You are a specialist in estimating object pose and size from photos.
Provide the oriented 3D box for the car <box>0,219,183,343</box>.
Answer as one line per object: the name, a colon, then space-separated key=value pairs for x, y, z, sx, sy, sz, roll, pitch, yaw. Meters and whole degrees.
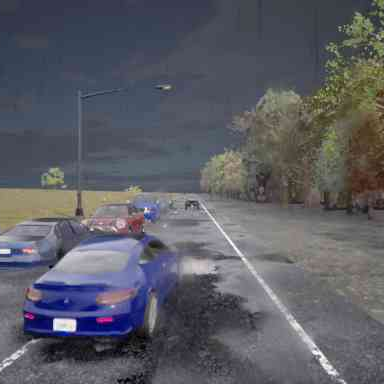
car: x=-1.345 y=1.526 z=6.545 sx=1.812 sy=1.442 sz=4.674 roll=0 pitch=0 yaw=7

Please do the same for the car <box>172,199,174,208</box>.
car: x=-3.630 y=1.347 z=45.250 sx=2.097 sy=1.767 sz=4.553 roll=0 pitch=0 yaw=0

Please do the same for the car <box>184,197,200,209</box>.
car: x=0.024 y=1.500 z=44.326 sx=1.837 sy=1.490 sz=4.892 roll=0 pitch=0 yaw=0

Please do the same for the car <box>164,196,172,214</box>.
car: x=-3.622 y=1.351 z=35.244 sx=2.097 sy=1.767 sz=4.553 roll=0 pitch=0 yaw=0

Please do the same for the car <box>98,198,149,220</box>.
car: x=-3.629 y=1.354 z=15.754 sx=2.097 sy=1.767 sz=4.553 roll=0 pitch=0 yaw=4

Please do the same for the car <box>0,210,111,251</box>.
car: x=-4.583 y=1.549 z=10.938 sx=2.033 sy=1.411 sz=5.357 roll=0 pitch=0 yaw=4

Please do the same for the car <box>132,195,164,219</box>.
car: x=-3.625 y=1.223 z=25.239 sx=2.150 sy=2.045 sz=5.566 roll=0 pitch=0 yaw=-1
